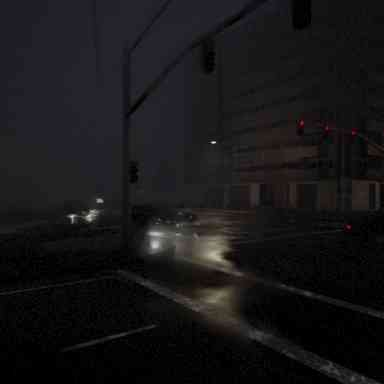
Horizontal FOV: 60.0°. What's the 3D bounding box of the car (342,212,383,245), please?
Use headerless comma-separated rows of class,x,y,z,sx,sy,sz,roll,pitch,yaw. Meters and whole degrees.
car,9.538,1.575,14.572,5.357,1.411,2.033,0,0,26

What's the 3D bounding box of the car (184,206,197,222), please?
car,-1.468,1.582,26.507,1.812,1.442,4.674,0,0,-36

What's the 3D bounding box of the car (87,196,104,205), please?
car,-18.061,1.581,62.202,1.812,1.442,4.674,0,0,-34

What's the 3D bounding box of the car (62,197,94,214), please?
car,-12.665,1.533,36.173,1.882,1.535,5.008,0,0,-35

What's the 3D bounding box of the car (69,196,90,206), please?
car,-20.010,1.547,58.895,2.128,1.511,4.902,0,0,-35

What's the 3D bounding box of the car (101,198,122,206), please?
car,-12.782,1.656,54.780,1.895,1.301,4.718,0,0,-36

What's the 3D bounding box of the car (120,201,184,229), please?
car,-2.845,1.556,22.373,1.837,1.490,4.892,0,1,-35

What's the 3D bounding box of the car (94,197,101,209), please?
car,-14.519,1.547,44.844,2.128,1.511,4.902,0,0,-35
